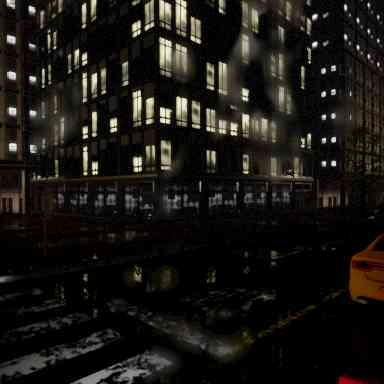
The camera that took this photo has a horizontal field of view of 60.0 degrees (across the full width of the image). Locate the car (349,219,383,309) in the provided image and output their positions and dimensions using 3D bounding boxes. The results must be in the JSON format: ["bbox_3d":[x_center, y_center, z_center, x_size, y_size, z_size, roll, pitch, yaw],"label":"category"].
[{"bbox_3d":[5.055,1.470,7.070,1.882,1.535,5.008,0,0,45],"label":"car"}]

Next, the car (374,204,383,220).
[{"bbox_3d":[15.563,1.405,25.652,1.967,1.590,4.097,-1,0,45],"label":"car"}]
